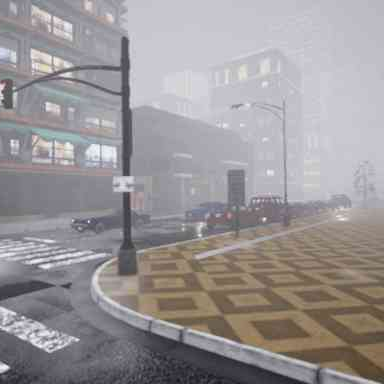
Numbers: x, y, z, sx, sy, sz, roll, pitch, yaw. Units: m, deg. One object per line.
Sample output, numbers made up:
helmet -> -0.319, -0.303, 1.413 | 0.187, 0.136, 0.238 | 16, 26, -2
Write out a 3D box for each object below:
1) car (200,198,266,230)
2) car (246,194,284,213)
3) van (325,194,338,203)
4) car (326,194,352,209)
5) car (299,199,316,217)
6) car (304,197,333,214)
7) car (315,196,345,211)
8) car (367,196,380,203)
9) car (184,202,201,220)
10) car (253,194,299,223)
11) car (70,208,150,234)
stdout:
car -> 2.653, 1.395, 20.637 | 1.967, 1.590, 4.097 | -1, -1, 36
car -> 8.313, 1.233, 37.424 | 2.150, 2.045, 5.566 | -1, -1, 36
van -> 29.510, 1.303, 70.326 | 1.690, 1.788, 3.998 | -1, 0, 36
car -> 19.251, 1.209, 43.144 | 2.192, 1.841, 5.009 | -1, 0, 36
car -> 9.295, 1.513, 29.638 | 1.802, 1.307, 4.206 | -1, -1, 36
car -> 12.614, 1.463, 34.140 | 1.887, 1.381, 4.507 | -1, -1, 36
car -> 15.934, 1.457, 38.641 | 2.008, 1.369, 4.403 | -1, -1, 36
car -> 35.854, 1.374, 65.647 | 1.887, 1.381, 4.507 | -1, 0, 36
car -> 1.351, 1.513, 27.996 | 1.882, 1.535, 5.008 | -1, -1, 36
car -> 5.971, 1.258, 25.139 | 2.192, 1.841, 5.009 | -1, -1, 36
car -> -4.742, 1.659, 19.743 | 1.895, 1.301, 4.718 | -1, -1, 37
